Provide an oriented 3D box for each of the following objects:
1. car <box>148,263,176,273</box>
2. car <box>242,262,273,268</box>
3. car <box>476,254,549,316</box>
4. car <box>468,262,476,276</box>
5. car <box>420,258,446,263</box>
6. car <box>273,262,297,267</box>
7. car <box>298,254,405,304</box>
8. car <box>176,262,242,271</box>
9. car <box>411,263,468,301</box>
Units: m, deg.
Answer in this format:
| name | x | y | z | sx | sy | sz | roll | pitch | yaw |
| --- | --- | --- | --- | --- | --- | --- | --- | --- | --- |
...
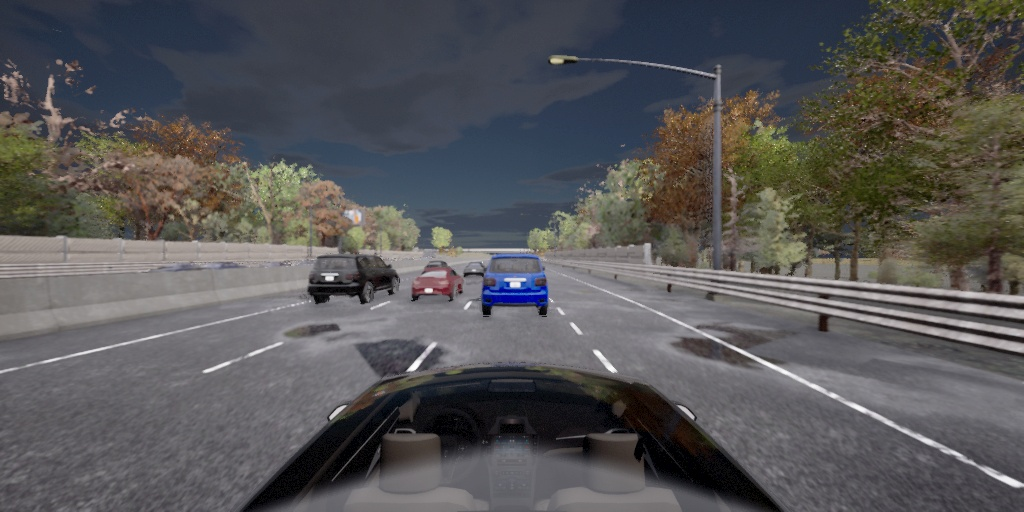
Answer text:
| name | x | y | z | sx | sy | sz | roll | pitch | yaw |
| --- | --- | --- | --- | --- | --- | --- | --- | --- | --- |
| car | -28.108 | 1.256 | 30.275 | 1.994 | 1.385 | 4.181 | 0 | 0 | 0 |
| car | -21.109 | 1.254 | 31.703 | 1.994 | 1.385 | 4.181 | 0 | 0 | 0 |
| car | 0.094 | 0.945 | 13.372 | 2.150 | 2.045 | 5.566 | 0 | 0 | 0 |
| car | -3.418 | 1.251 | 34.191 | 1.994 | 1.385 | 4.181 | 0 | 0 | 0 |
| car | -6.919 | 1.192 | 33.765 | 1.837 | 1.490 | 4.892 | 0 | 0 | 0 |
| car | -17.610 | 1.183 | 30.820 | 2.128 | 1.511 | 4.902 | 0 | 0 | 0 |
| car | -6.910 | 0.939 | 16.261 | 2.150 | 2.045 | 5.566 | 0 | 0 | 0 |
| car | -24.614 | 1.240 | 30.192 | 2.033 | 1.411 | 5.357 | 0 | 0 | 0 |
| car | -3.408 | 1.242 | 16.951 | 1.812 | 1.442 | 4.674 | 0 | 0 | 0 |
